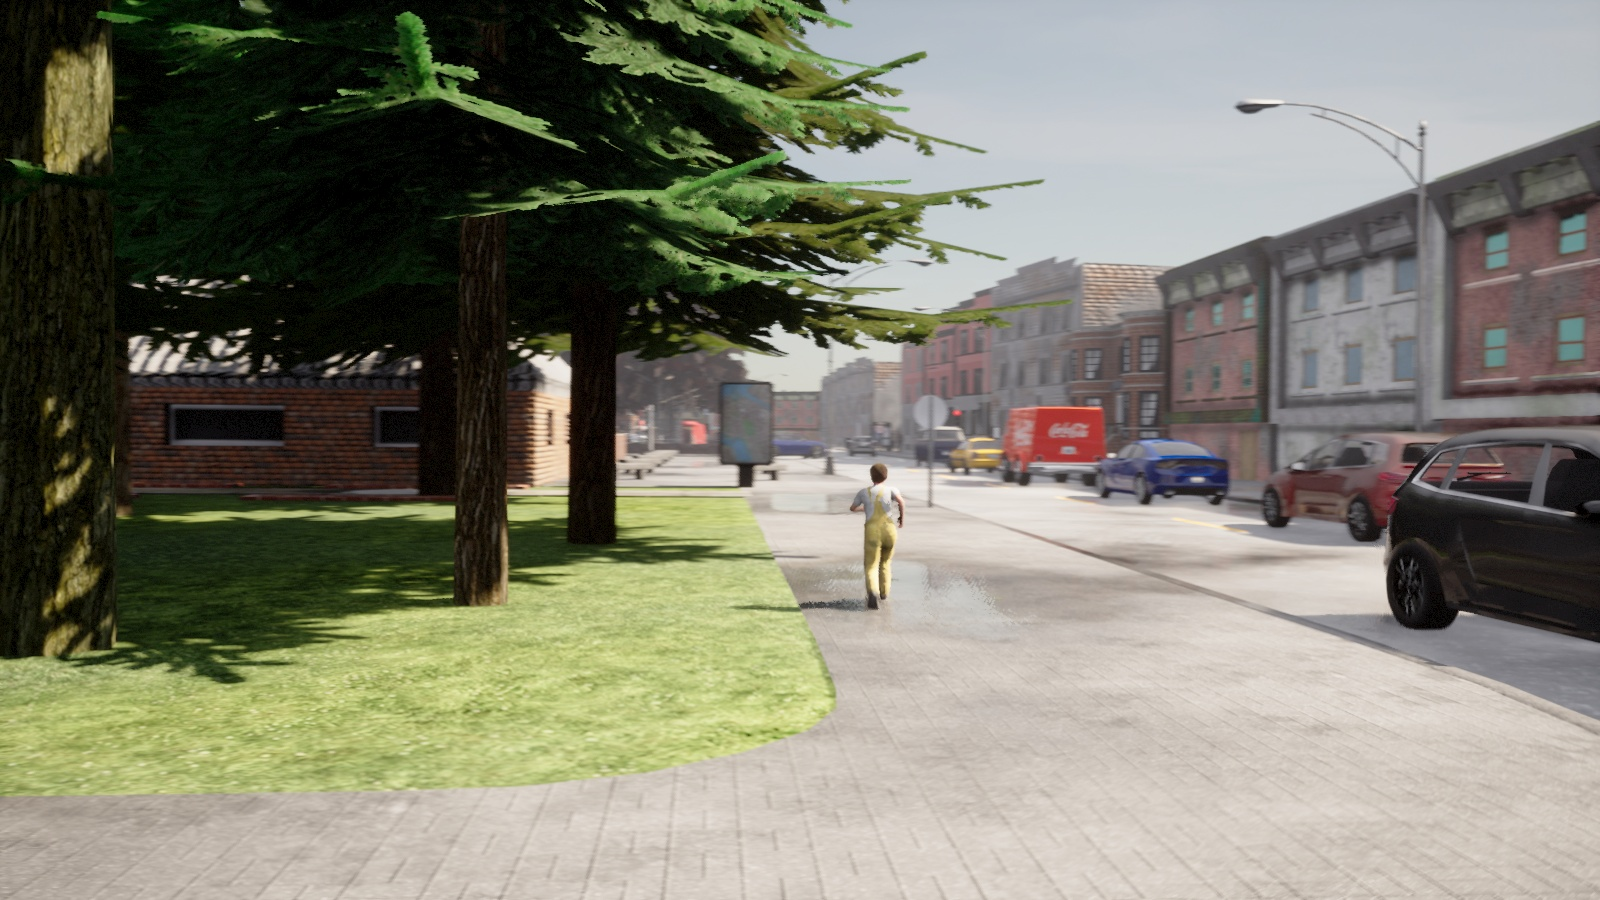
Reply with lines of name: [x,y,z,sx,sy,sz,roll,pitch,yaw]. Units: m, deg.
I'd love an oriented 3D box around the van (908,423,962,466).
van: [6.396,-0.284,60.104,1.775,1.987,4.442,-1,1,-4]

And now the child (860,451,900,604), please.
child: [0.674,0.646,10.654,0.270,1.263,0.437,-1,1,-3]

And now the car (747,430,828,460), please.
car: [-0.790,-0.318,78.266,4.553,1.767,2.097,-1,1,-20]

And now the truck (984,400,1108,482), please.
truck: [7.833,-0.299,40.578,2.627,2.467,5.204,-1,1,-4]

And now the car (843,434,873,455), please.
car: [4.121,-0.417,89.808,1.970,1.475,3.806,-1,1,-1]

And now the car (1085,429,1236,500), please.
car: [8.579,0.288,30.374,1.882,1.535,5.008,-1,1,-4]

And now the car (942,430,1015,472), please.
car: [7.108,0.013,50.588,1.801,1.575,5.366,-1,1,-4]

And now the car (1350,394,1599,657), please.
car: [6.131,0.456,8.830,2.242,1.667,4.611,-1,1,-4]

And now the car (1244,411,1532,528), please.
car: [9.305,0.268,20.414,2.242,1.667,4.611,-1,0,-4]
